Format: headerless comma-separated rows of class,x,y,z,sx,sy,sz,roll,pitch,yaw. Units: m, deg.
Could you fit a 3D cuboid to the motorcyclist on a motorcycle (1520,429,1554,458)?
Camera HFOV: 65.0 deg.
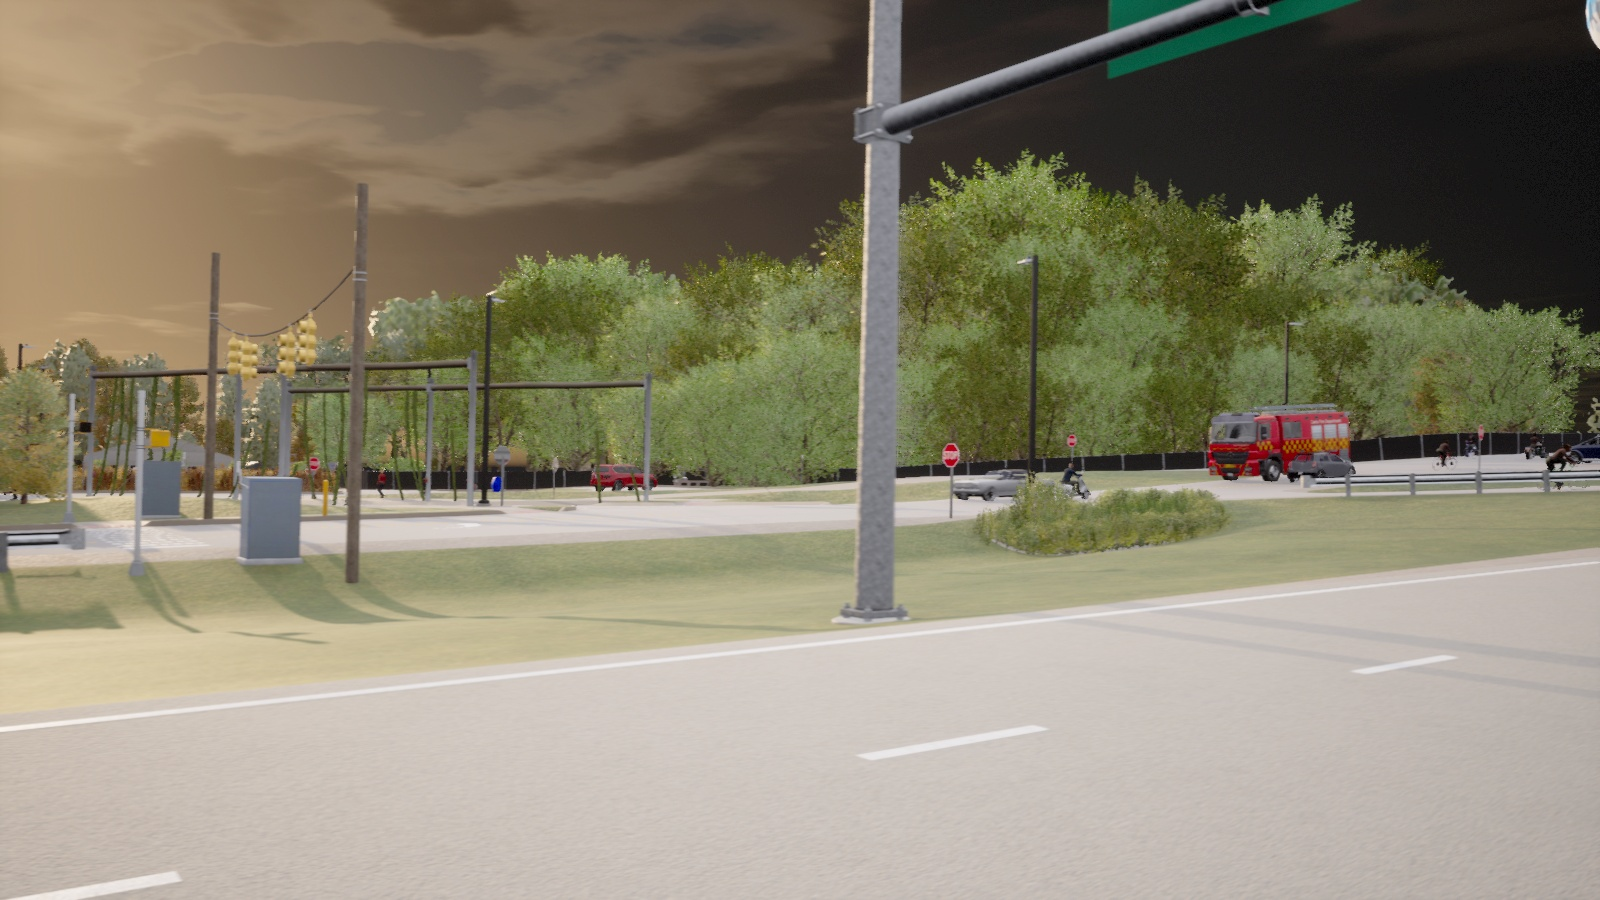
motorcyclist on a motorcycle,44.525,-0.416,75.847,2.350,1.649,0.766,-2,1,-33

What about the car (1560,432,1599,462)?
car,43.324,-0.183,67.584,1.789,1.549,3.705,-3,2,-35

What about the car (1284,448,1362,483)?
car,25.921,0.740,62.200,3.633,1.501,1.845,-3,2,-34

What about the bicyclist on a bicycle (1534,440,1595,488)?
bicyclist on a bicycle,26.517,0.500,43.565,1.656,1.620,0.582,-1,-1,12

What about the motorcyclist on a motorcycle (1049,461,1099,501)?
motorcyclist on a motorcycle,11.472,1.282,52.624,1.817,1.590,0.866,-3,0,-26

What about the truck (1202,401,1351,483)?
truck,25.012,-0.490,65.725,8.468,3.827,2.891,-3,2,-34

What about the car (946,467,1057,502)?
car,8.751,1.483,54.482,4.718,1.301,1.895,-2,1,-34

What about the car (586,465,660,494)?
car,-13.199,2.162,94.107,2.150,2.045,5.566,0,0,38
